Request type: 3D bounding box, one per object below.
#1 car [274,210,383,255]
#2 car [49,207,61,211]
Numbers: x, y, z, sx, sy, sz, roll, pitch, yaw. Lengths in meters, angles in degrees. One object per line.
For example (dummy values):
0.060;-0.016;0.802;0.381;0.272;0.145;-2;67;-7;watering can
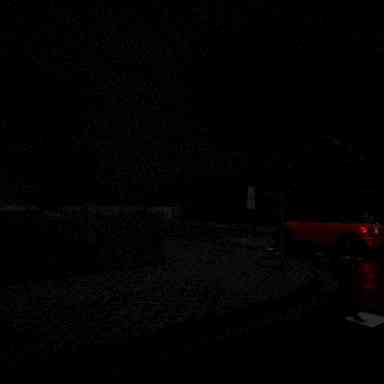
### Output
5.825;1.571;14.520;2.097;1.767;4.553;3;-3;-37;car
-19.450;2.821;46.265;1.837;1.490;4.892;1;-2;-39;car
